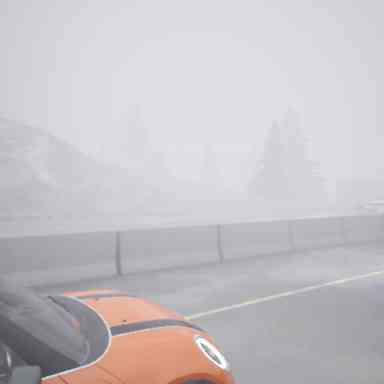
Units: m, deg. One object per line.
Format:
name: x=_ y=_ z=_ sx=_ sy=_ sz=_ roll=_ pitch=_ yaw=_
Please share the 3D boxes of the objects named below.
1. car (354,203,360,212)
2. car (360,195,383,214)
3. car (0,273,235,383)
car: x=21.085 y=1.528 z=38.462 sx=5.008 sy=1.535 sz=1.882 roll=0 pitch=0 yaw=-21
car: x=20.689 y=1.272 z=34.574 sx=5.566 sy=2.045 sz=2.150 roll=0 pitch=0 yaw=-22
car: x=-1.818 y=1.342 z=2.334 sx=4.553 sy=1.767 sz=2.097 roll=0 pitch=0 yaw=-35
